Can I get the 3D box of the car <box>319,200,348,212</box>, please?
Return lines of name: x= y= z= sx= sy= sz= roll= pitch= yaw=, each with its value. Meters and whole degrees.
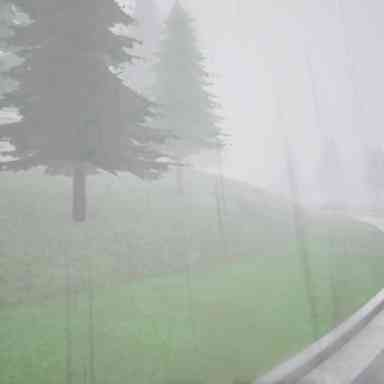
car: x=17.937 y=1.766 z=42.430 sx=2.128 sy=1.511 sz=4.902 roll=0 pitch=0 yaw=-4
